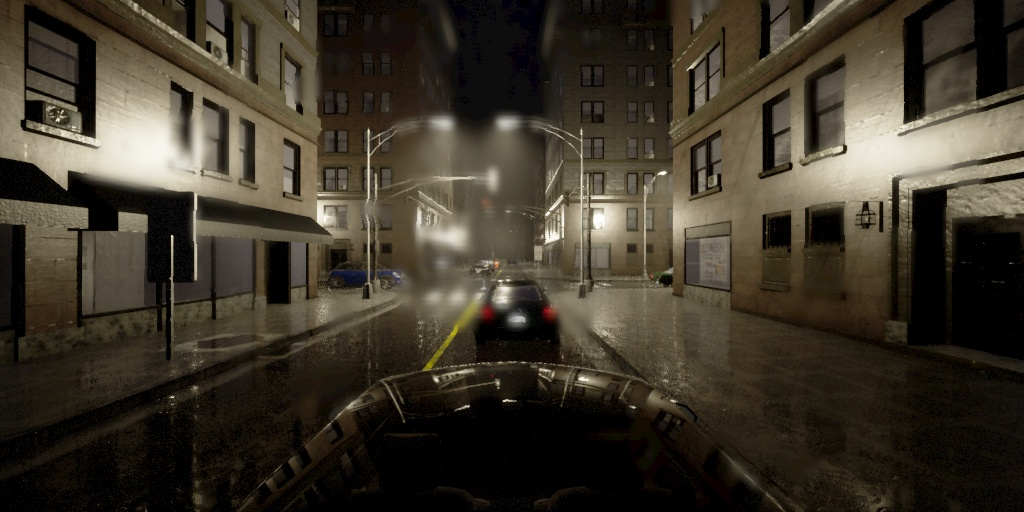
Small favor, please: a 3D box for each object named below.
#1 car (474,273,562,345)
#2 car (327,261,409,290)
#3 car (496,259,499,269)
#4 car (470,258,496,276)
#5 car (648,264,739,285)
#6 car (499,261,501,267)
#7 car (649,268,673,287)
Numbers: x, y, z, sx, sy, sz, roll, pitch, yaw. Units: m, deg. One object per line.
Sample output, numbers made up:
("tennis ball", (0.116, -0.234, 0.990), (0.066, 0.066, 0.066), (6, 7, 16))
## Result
("car", (0.113, 1.314, 9.536), (1.994, 1.385, 4.181), (0, 0, -1))
("car", (-8.682, 1.121, 21.926), (4.553, 1.767, 2.097), (0, 0, 0))
("car", (-3.103, 1.294, 46.106), (2.033, 1.411, 5.357), (0, 0, 0))
("car", (-3.098, 1.239, 36.363), (2.128, 1.511, 4.902), (0, 0, 0))
("car", (12.613, 1.260, 25.197), (5.357, 1.411, 2.033), (0, 0, 0))
("car", (-3.091, 1.092, 55.888), (2.097, 1.767, 4.553), (0, 0, -1))
("car", (11.104, 1.317, 21.993), (4.718, 1.301, 1.895), (0, 0, 0))
